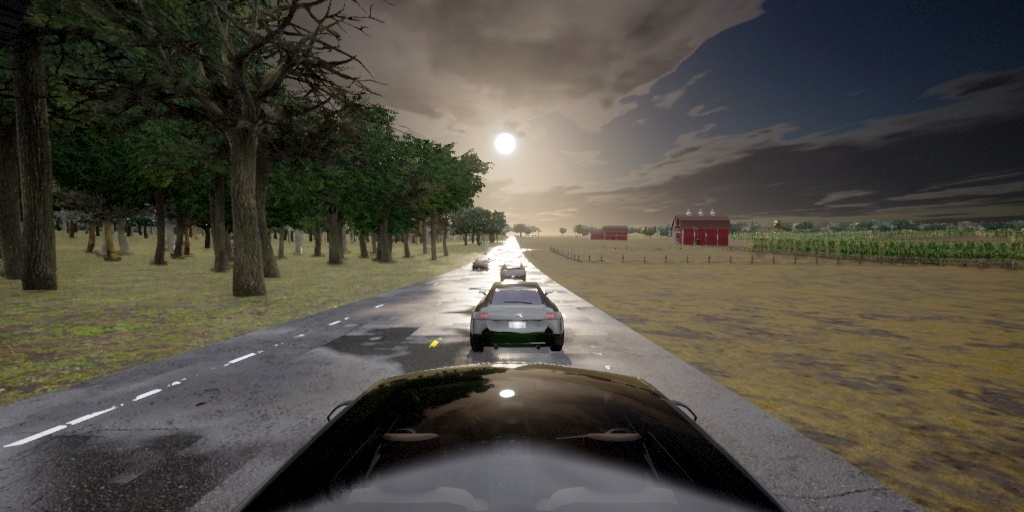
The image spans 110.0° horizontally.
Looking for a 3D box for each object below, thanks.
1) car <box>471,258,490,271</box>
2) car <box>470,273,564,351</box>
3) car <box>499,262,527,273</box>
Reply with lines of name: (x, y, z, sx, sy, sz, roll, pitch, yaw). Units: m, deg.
car: (-3.640, 0.971, 42.205, 2.033, 1.411, 5.357, 0, 1, 0)
car: (0.093, 1.306, 8.961, 1.994, 1.385, 4.181, 0, 0, 0)
car: (0.073, 1.162, 26.647, 2.128, 1.511, 4.902, 0, 1, 0)
